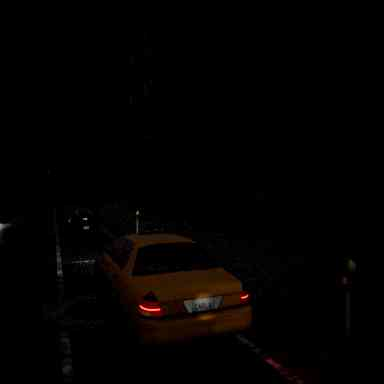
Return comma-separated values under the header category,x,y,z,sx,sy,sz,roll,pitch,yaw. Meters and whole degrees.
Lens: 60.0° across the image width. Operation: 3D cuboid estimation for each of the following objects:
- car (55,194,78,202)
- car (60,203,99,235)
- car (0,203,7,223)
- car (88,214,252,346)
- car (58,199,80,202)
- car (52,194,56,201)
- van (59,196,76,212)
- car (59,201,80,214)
category,x,y,z,sx,sy,sz,roll,pitch,yaw
car,-12.514,1.316,33.967,2.192,1.841,5.009,0,0,-23
car,-6.134,1.551,18.673,2.008,1.369,4.403,0,0,-23
car,-15.488,1.548,25.632,2.033,1.411,5.357,0,0,-23
car,-0.841,1.457,6.743,1.801,1.575,5.366,0,0,-23
car,-10.387,1.567,28.868,1.947,1.339,4.313,0,0,-23
car,-31.802,1.469,79.461,1.967,1.590,4.097,0,0,-24
van,-14.640,1.342,39.064,1.690,1.788,3.998,0,0,-23
car,-8.260,1.551,23.771,2.008,1.369,4.403,0,0,-23
